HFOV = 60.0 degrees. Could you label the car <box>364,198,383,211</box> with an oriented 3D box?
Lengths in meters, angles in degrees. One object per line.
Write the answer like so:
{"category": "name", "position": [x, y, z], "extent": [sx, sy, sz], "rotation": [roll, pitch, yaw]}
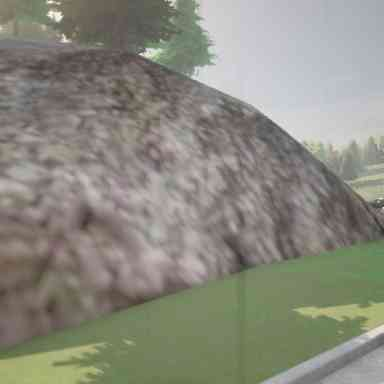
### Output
{"category": "car", "position": [22.836, 1.503, 39.762], "extent": [1.837, 1.490, 4.892], "rotation": [3, -1, -11]}
